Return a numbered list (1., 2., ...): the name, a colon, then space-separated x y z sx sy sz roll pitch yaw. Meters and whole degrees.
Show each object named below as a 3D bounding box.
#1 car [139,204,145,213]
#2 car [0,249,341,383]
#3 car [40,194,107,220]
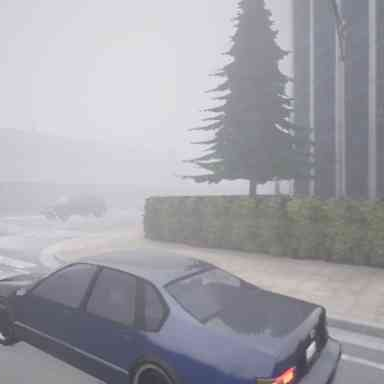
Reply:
1. car: -3.744 1.481 36.229 1.812 1.442 4.674 0 0 35
2. car: -0.914 1.549 4.627 5.357 1.411 2.033 0 0 36
3. car: -9.711 1.177 27.869 2.150 2.045 5.566 0 0 35
